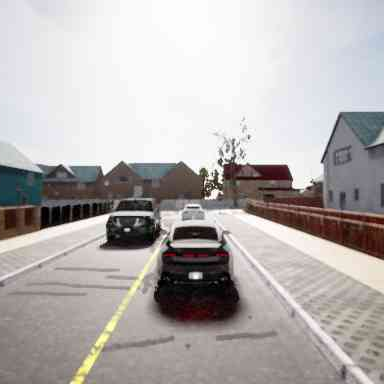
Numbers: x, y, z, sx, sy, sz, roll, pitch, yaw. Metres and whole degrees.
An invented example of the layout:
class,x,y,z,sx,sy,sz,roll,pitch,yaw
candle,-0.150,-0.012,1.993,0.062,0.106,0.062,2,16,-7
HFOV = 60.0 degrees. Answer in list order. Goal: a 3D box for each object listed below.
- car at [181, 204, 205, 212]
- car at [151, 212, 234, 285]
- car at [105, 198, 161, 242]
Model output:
class,x,y,z,sx,sy,sz,roll,pitch,yaw
car,0.097,1.711,27.519,1.812,1.442,4.674,0,-1,0
car,0.088,1.556,9.628,1.837,1.490,4.892,0,0,0
car,-2.844,1.322,17.352,2.150,2.045,5.566,0,0,0
